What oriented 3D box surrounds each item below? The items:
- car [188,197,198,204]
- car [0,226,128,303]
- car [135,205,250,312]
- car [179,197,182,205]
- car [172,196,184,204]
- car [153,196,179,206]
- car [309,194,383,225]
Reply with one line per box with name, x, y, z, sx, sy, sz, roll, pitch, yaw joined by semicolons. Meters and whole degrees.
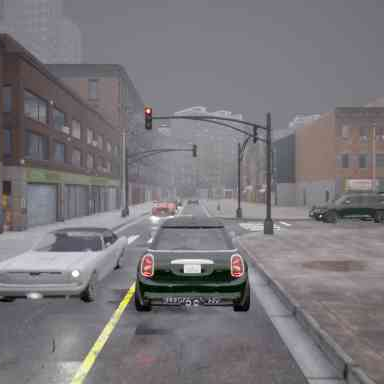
car;0.215;1.608;66.100;1.994;1.385;4.181;0;0;0
car;-2.926;1.600;8.311;1.895;1.301;4.718;0;0;-1
car;0.022;1.352;7.888;2.097;1.767;4.553;0;0;0
car;-2.776;1.562;43.349;2.033;1.411;5.357;0;0;0
car;-2.686;1.588;64.029;2.033;1.411;5.357;0;0;1
car;-2.792;1.359;33.880;2.097;1.767;4.553;0;0;0
car;11.147;1.151;23.208;5.566;2.045;2.150;0;0;0
